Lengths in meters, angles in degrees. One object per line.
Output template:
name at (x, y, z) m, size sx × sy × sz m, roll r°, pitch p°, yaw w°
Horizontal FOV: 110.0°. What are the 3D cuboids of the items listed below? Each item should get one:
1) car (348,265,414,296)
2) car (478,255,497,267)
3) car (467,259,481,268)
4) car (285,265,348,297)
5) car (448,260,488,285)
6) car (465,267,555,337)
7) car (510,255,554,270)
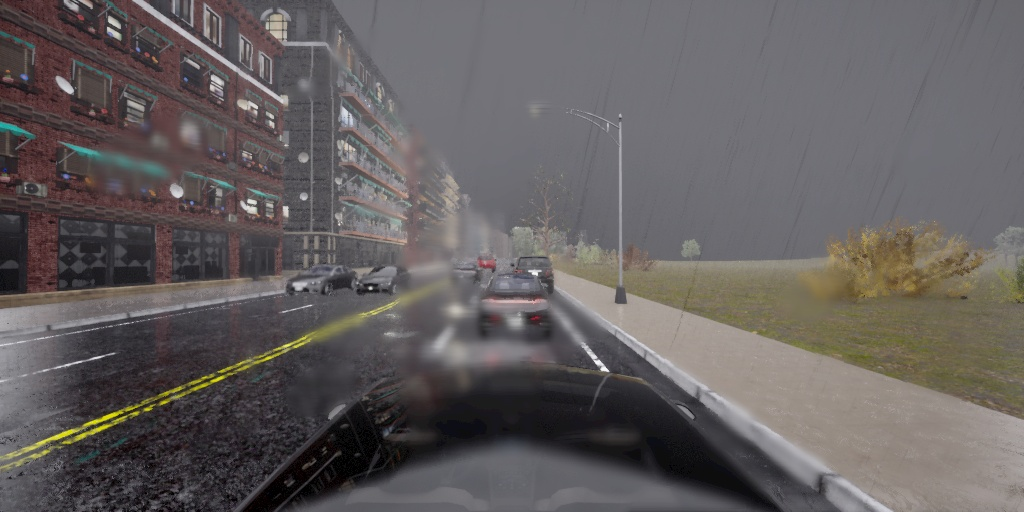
car at (-6.622, 1.257, 19.194) m, size 1.837 × 1.490 × 4.892 m, roll 0°, pitch 0°, yaw 0°
car at (-3.202, 0.964, 45.794) m, size 2.150 × 2.045 × 5.566 m, roll 0°, pitch -1°, yaw 0°
car at (-6.642, 1.314, 62.490) m, size 1.994 × 1.385 × 4.181 m, roll 0°, pitch 0°, yaw 0°
car at (-9.871, 1.243, 19.051) m, size 2.128 × 1.511 × 4.902 m, roll 0°, pitch 0°, yaw 0°
car at (-3.179, 1.244, 26.012) m, size 2.128 × 1.511 × 4.902 m, roll 0°, pitch 0°, yaw 0°
car at (0.090, 1.243, 10.318) m, size 2.128 × 1.511 × 4.902 m, roll 0°, pitch 0°, yaw 0°
car at (1.115, 0.977, 20.189) m, size 2.150 × 2.045 × 5.566 m, roll 0°, pitch 0°, yaw 0°
